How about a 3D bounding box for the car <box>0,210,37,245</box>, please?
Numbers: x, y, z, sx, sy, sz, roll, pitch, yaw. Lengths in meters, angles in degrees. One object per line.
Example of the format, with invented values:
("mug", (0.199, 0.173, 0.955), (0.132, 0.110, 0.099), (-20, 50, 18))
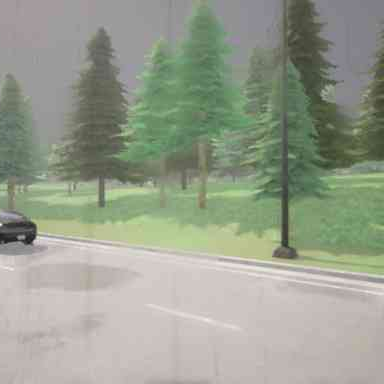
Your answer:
("car", (-8.650, 1.541, 14.437), (4.892, 1.490, 1.837), (0, 0, 36))
